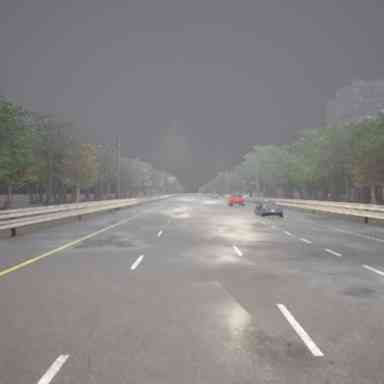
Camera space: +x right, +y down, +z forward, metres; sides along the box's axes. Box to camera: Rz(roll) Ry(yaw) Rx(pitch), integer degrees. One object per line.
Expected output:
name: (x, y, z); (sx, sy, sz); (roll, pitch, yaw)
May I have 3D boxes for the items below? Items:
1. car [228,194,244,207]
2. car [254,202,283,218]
car: (7.085, 1.296, 54.094); (2.150, 2.045, 5.566); (0, 0, 0)
car: (7.016, 1.591, 30.784); (1.994, 1.385, 4.181); (0, 0, 0)
